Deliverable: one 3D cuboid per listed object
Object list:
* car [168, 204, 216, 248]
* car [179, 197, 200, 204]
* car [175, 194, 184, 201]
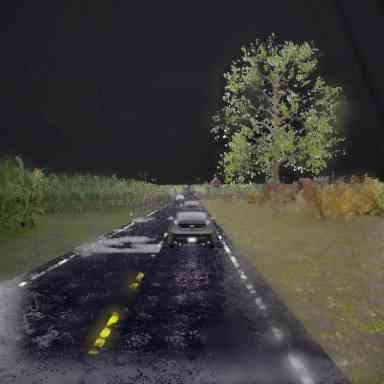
[{"bbox_3d":[0.000,1.505,14.650,1.837,1.490,4.892,0,0,0],"label":"car"},{"bbox_3d":[0.000,1.483,29.650,1.837,1.490,4.892,0,0,0],"label":"car"},{"bbox_3d":[-2.750,1.294,75.960,1.812,1.442,4.674,0,0,0],"label":"car"}]
